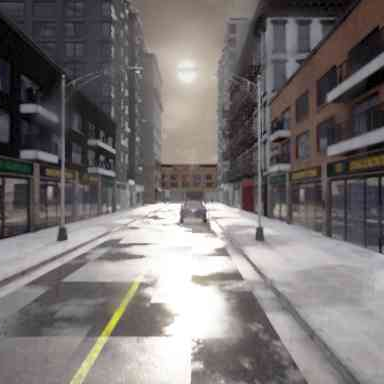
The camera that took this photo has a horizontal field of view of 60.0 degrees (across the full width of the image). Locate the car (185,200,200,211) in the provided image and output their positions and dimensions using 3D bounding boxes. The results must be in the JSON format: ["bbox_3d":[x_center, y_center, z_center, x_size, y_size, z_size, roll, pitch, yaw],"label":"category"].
[{"bbox_3d":[0.101,1.825,44.980,1.895,1.301,4.718,0,0,0],"label":"car"}]

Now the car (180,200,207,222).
[{"bbox_3d":[0.100,1.475,27.506,2.097,1.767,4.553,0,0,0],"label":"car"}]
